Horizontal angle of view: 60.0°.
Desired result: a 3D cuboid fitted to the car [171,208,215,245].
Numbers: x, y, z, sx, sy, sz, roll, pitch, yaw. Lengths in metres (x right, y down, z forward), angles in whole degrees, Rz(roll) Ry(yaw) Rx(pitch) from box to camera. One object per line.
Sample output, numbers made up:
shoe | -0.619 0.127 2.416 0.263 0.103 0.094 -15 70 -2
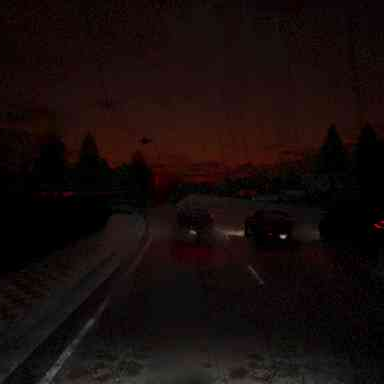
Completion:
car | 0.017 1.517 15.937 1.882 1.535 5.008 0 0 -1

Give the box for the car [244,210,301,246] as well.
car | 3.591 1.563 15.376 1.812 1.442 4.674 0 0 0

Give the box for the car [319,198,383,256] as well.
car | 7.087 1.254 13.413 2.150 2.045 5.566 0 0 0
